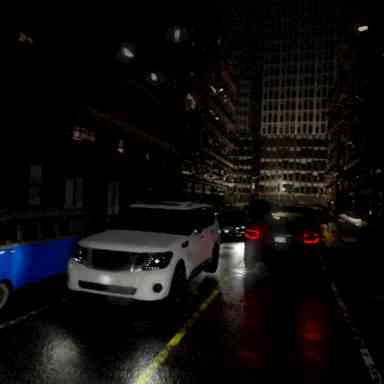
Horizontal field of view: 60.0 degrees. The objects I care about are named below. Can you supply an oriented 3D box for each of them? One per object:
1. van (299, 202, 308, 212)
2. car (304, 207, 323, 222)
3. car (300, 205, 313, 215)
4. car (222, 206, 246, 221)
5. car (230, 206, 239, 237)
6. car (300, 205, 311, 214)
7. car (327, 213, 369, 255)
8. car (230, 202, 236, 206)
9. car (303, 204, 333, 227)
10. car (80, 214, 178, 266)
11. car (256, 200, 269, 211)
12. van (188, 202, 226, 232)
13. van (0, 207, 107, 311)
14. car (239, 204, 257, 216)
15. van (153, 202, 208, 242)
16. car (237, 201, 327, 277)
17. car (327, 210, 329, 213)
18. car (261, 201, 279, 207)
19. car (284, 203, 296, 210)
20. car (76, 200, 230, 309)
[{"bbox_3d":[23.282,3.100,69.608,1.690,1.788,3.998,3,-1,17],"label":"van"},{"bbox_3d":[13.587,2.496,37.367,1.752,1.417,4.829,3,-1,17],"label":"car"},{"bbox_3d":[18.455,2.889,53.568,1.752,1.417,4.829,3,-1,17],"label":"car"},{"bbox_3d":[4.373,2.129,34.076,1.802,1.307,4.206,3,-1,17],"label":"car"},{"bbox_3d":[2.457,1.802,19.135,1.837,1.490,4.892,2,-1,17],"label":"car"},{"bbox_3d":[20.078,3.022,58.968,1.752,1.417,4.829,3,-1,17],"label":"car"},{"bbox_3d":[7.096,1.977,15.766,1.752,1.417,4.829,3,-1,17],"label":"car"},{"bbox_3d":[2.762,1.732,28.678,2.192,1.841,5.009,3,-1,17],"label":"car"},{"bbox_3d":[11.925,2.152,31.806,2.192,1.841,5.009,3,-1,17],"label":"car"},{"bbox_3d":[-2.119,1.612,12.474,1.802,1.307,4.206,3,-1,17],"label":"car"},{"bbox_3d":[14.121,2.651,66.481,2.192,1.841,5.009,3,-1,17],"label":"car"},{"bbox_3d":[1.138,1.629,23.277,1.690,1.788,3.998,3,-1,17],"label":"van"},{"bbox_3d":[-3.730,1.243,7.075,1.690,1.788,3.998,3,-1,17],"label":"van"},{"bbox_3d":[7.618,2.389,44.876,1.802,1.307,4.206,3,-1,17],"label":"car"},{"bbox_3d":[-0.485,1.500,17.876,1.690,1.788,3.998,3,-1,17],"label":"van"},{"bbox_3d":[3.155,1.464,11.540,2.150,2.045,5.566,2,-1,17],"label":"car"},{"bbox_3d":[8.668,2.122,21.003,1.887,1.381,4.507,3,-1,17],"label":"car"},{"bbox_3d":[20.348,3.155,86.586,1.994,1.385,4.181,3,-1,-44],"label":"car"},{"bbox_3d":[22.759,3.369,77.084,1.994,1.385,4.181,2,-1,8],"label":"car"},{"bbox_3d":[-0.723,1.265,8.533,2.150,2.045,5.566,2,-1,17],"label":"car"}]
